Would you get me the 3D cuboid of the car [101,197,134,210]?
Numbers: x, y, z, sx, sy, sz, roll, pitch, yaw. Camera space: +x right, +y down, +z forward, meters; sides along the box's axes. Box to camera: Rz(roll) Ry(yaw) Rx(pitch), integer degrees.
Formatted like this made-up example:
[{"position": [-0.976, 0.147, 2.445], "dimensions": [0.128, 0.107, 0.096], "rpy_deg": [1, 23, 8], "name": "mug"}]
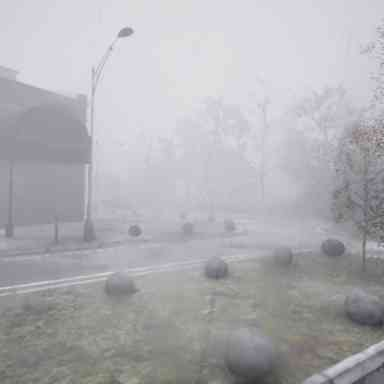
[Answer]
[{"position": [-9.907, 1.437, 44.148], "dimensions": [4.553, 1.767, 2.097], "rpy_deg": [1, -1, 35], "name": "car"}]
